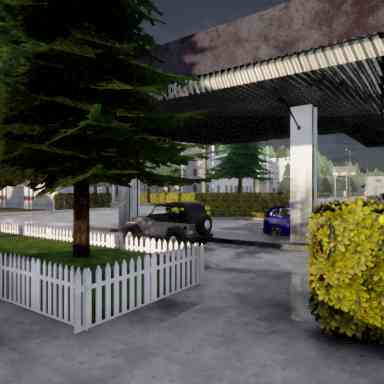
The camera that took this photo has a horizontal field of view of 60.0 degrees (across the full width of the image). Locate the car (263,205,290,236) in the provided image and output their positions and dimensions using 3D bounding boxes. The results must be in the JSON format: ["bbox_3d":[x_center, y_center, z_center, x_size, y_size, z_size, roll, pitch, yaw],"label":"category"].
[{"bbox_3d":[5.787,1.480,16.009,4.611,1.667,2.242,0,0,35],"label":"car"}]

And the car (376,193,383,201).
[{"bbox_3d":[25.742,1.077,43.543,1.905,1.878,3.866,0,0,35],"label":"car"}]

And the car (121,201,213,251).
[{"bbox_3d":[-1.014,1.313,13.861,3.866,1.878,1.905,0,0,35],"label":"car"}]

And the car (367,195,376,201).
[{"bbox_3d":[33.007,1.298,60.284,2.007,1.523,4.514,0,0,35],"label":"car"}]
